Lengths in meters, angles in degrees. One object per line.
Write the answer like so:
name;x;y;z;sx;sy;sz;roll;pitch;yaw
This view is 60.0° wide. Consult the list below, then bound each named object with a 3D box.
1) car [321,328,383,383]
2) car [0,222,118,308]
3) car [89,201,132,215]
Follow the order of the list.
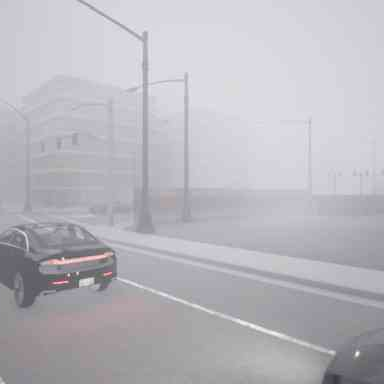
car;3.182;1.505;1.596;4.892;1.490;1.837;0;0;38
car;-3.658;1.489;8.056;2.128;1.511;4.902;0;0;-43
car;-8.125;1.555;33.216;4.181;1.385;1.994;0;0;-44
